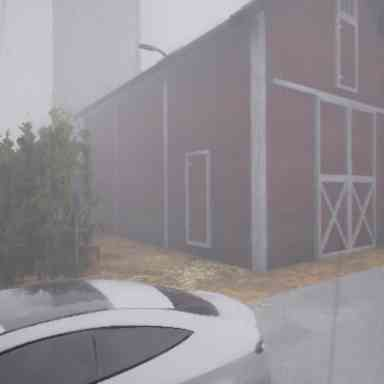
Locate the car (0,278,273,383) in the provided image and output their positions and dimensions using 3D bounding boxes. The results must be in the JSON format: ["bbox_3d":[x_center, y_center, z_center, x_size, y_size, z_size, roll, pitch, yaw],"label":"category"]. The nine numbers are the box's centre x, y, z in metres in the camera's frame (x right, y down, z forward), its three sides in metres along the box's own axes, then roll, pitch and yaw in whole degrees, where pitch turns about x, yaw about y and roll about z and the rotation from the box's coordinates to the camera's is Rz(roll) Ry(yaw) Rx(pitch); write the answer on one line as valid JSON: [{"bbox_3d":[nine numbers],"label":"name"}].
[{"bbox_3d":[-1.376,1.526,2.492,4.674,1.442,1.812,0,0,-35],"label":"car"}]
